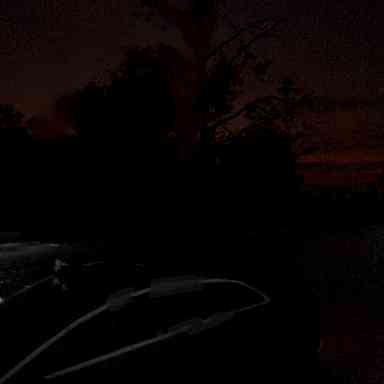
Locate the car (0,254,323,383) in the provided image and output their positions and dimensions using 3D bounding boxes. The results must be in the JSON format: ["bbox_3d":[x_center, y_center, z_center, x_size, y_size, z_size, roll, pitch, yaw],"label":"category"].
[{"bbox_3d":[-0.827,1.461,3.126,4.902,1.511,2.128,-2,1,-34],"label":"car"}]

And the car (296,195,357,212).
[{"bbox_3d":[13.010,1.137,32.556,5.366,1.575,1.946,-1,-1,17],"label":"car"}]

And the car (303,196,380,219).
[{"bbox_3d":[10.718,1.115,24.359,4.892,1.521,2.231,-1,0,17],"label":"car"}]

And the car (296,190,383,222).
[{"bbox_3d":[9.967,0.868,21.797,5.566,2.045,2.435,-1,0,17],"label":"car"}]

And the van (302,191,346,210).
[{"bbox_3d":[14.893,0.961,37.687,4.442,1.987,1.878,-1,-1,17],"label":"van"}]
